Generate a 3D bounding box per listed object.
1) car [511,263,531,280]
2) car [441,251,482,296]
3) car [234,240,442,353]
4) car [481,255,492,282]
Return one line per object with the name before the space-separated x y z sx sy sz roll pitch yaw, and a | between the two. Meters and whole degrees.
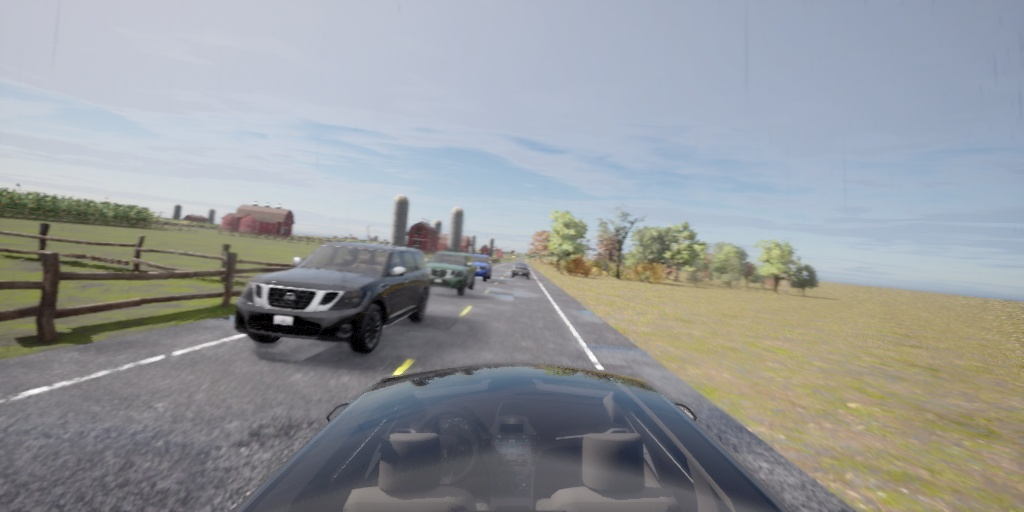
car | 0.930 1.559 37.550 2.128 1.511 4.902 5 0 2
car | -3.196 0.784 18.778 2.150 2.045 5.566 5 0 2
car | -3.488 0.691 8.404 2.150 2.045 5.566 5 0 2
car | -2.877 0.882 29.406 2.150 2.045 5.566 5 0 2
